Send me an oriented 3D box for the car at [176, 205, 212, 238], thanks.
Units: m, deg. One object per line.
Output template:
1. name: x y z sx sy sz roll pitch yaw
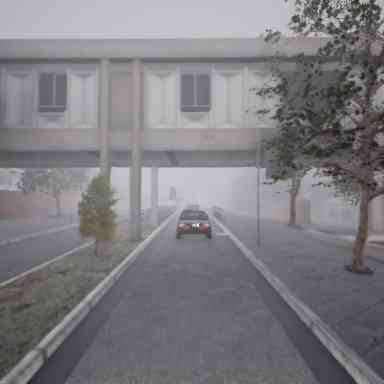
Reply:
1. car: 0.093 1.672 18.452 2.033 1.411 5.357 0 -1 0

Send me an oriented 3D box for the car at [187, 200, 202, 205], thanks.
1. car: 0.097 2.091 42.534 1.837 1.490 4.892 0 -1 0
